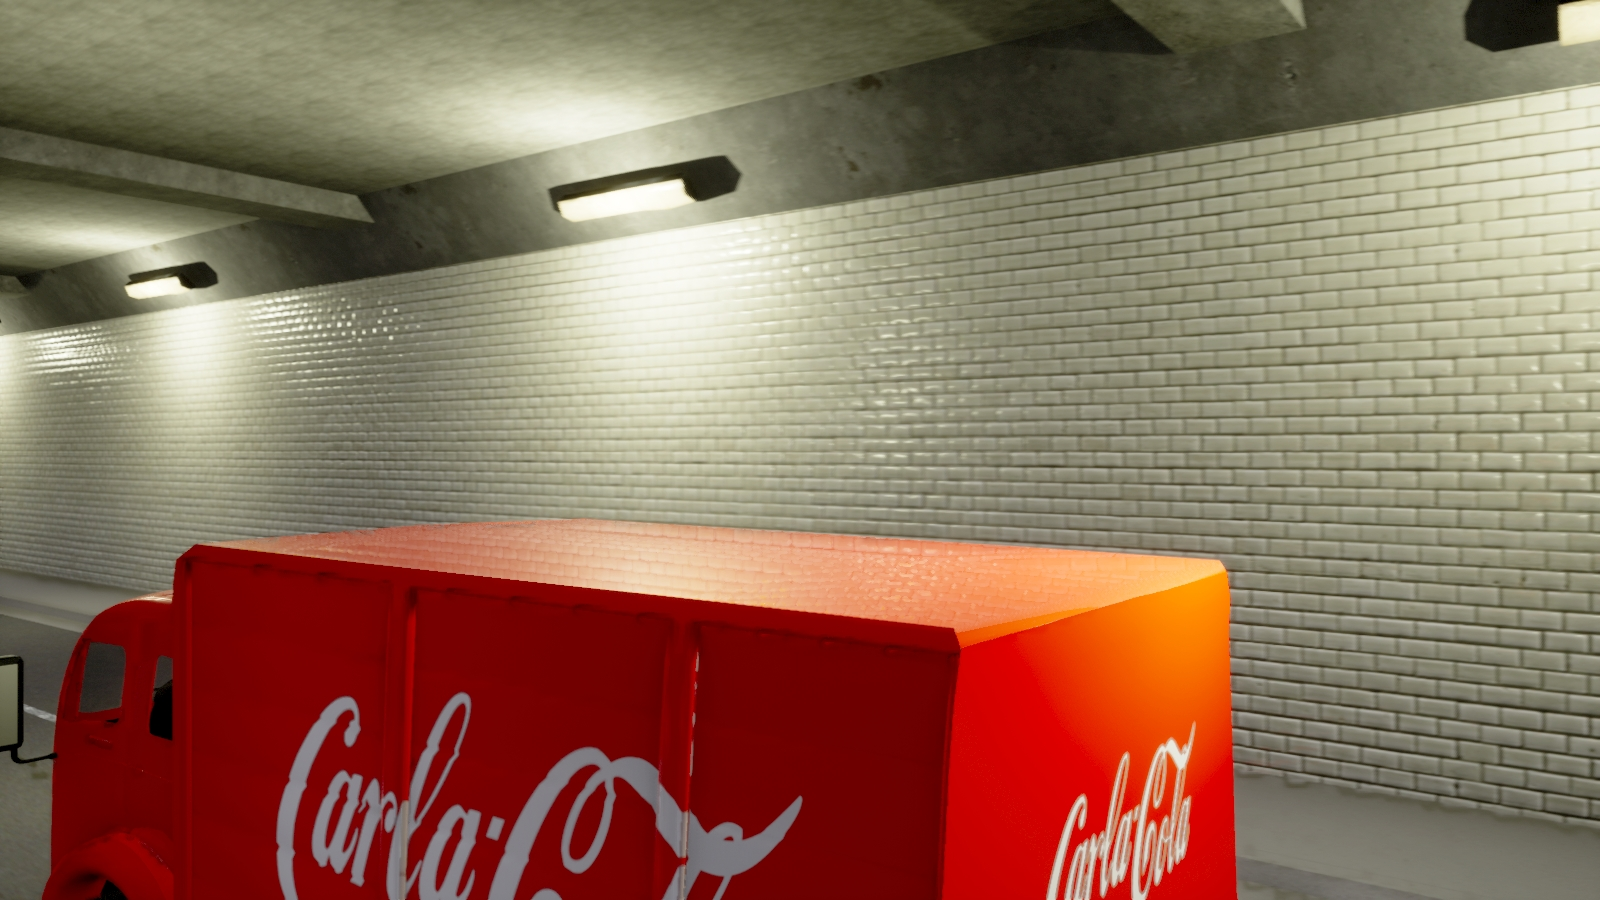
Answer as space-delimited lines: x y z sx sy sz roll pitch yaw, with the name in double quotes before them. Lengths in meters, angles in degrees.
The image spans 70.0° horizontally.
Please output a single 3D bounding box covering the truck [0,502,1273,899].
"truck" -1.134 1.569 4.695 5.204 2.467 2.627 0 0 37
